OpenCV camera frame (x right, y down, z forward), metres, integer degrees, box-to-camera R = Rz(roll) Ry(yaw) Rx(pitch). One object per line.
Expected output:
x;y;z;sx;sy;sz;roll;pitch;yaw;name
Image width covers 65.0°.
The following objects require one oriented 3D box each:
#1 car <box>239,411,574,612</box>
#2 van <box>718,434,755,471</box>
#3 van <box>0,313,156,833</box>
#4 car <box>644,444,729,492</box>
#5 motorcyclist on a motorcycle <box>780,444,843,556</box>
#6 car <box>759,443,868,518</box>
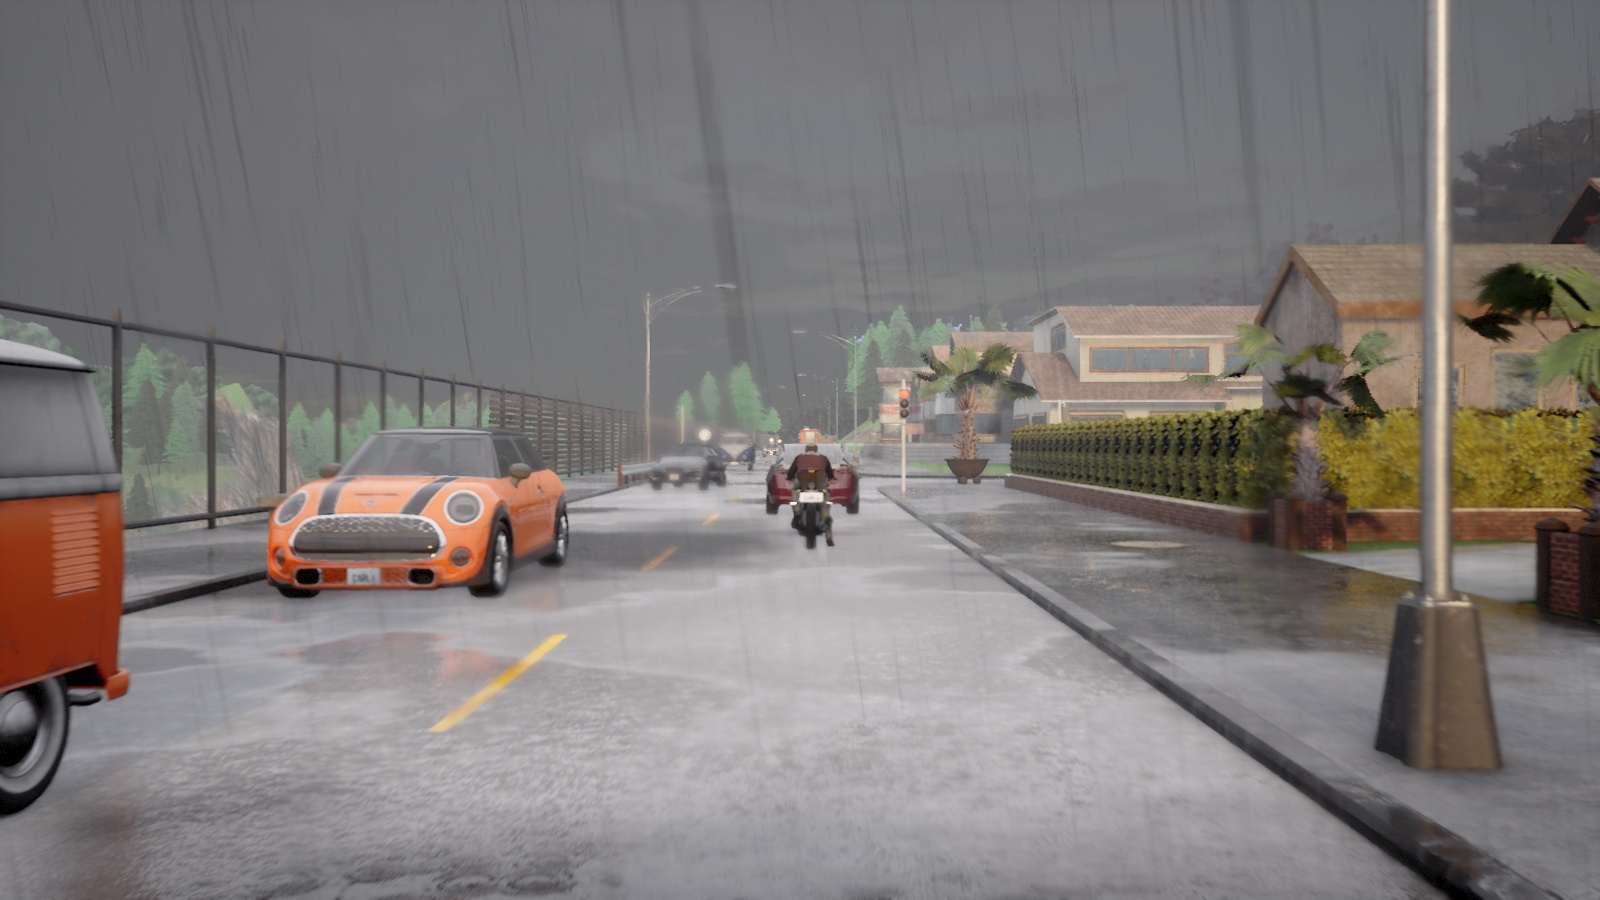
-3.877;0.527;13.329;2.097;1.767;4.553;0;0;0;car
-3.458;0.109;68.810;1.775;1.987;4.442;0;0;0;van
-3.949;0.475;3.720;1.775;1.987;4.442;0;0;0;van
-3.580;0.530;40.348;1.816;1.474;4.193;0;0;8;car
0.161;0.678;18.347;0.866;1.530;2.191;0;0;0;motorcyclist on a motorcycle
0.253;0.592;27.365;2.163;1.488;4.792;0;0;0;car
